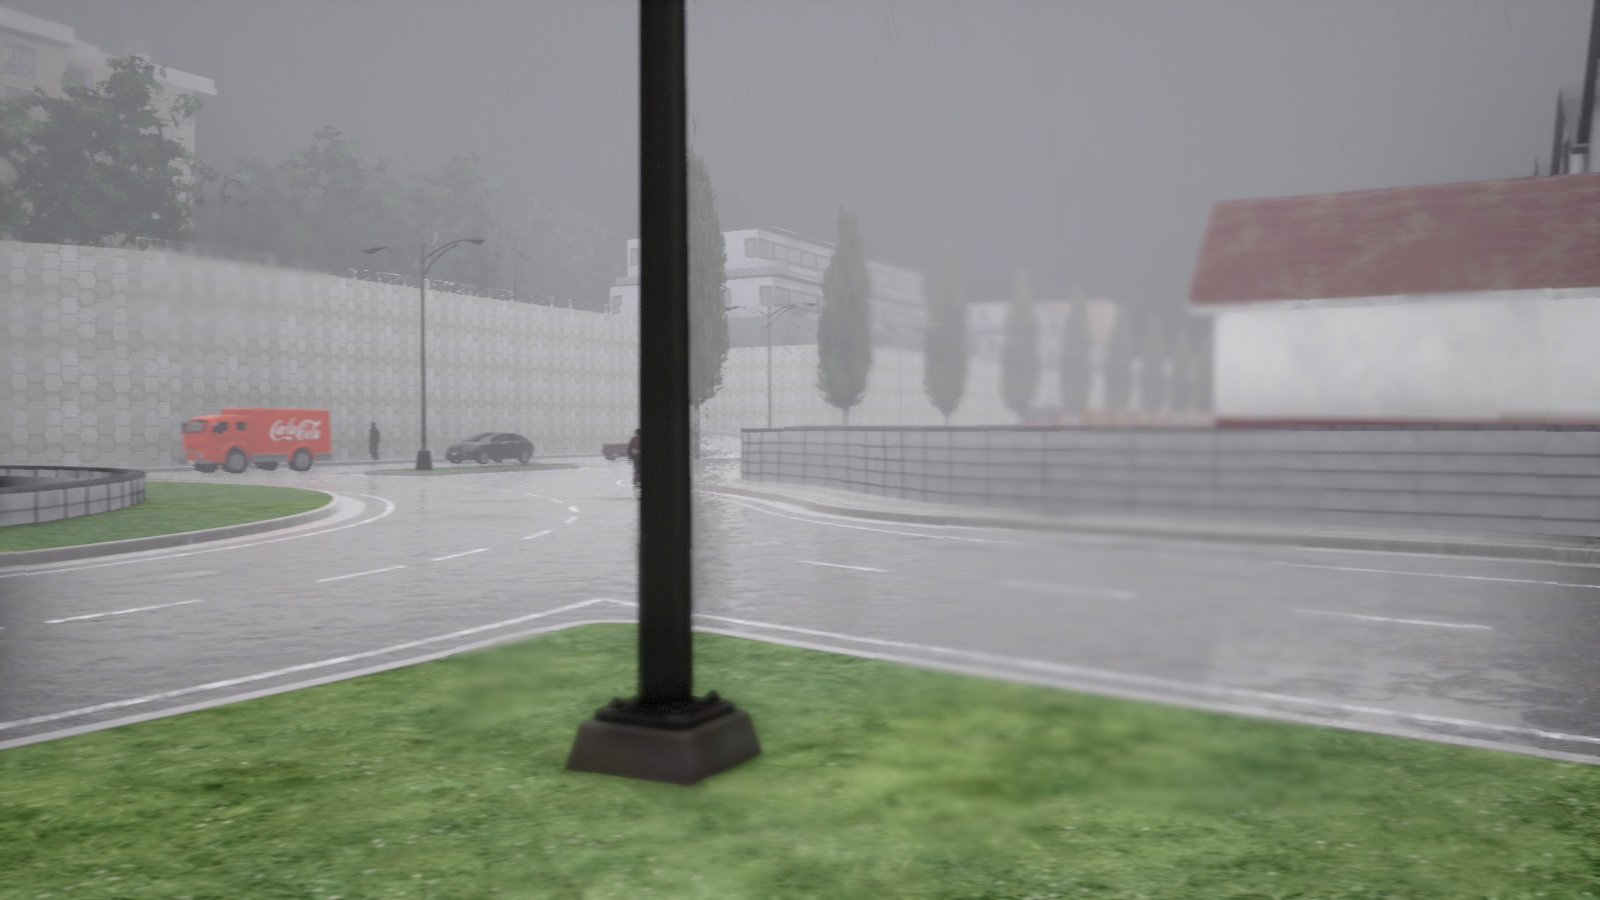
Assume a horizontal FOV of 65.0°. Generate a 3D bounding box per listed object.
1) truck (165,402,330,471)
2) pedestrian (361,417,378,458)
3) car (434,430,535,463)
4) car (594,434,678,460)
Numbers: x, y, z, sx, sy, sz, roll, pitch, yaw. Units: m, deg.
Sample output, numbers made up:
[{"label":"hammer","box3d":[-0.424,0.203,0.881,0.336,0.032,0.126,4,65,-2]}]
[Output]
[{"label":"truck","box3d":[-21.117,-0.536,48.178,2.627,2.467,5.204,1,1,33]},{"label":"pedestrian","box3d":[-20.407,-0.584,59.579,0.395,1.930,0.692,1,1,23]},{"label":"car","box3d":[-14.845,-0.212,59.383,1.837,1.490,4.892,1,1,28]},{"label":"car","box3d":[-8.320,-0.176,64.215,1.895,1.301,4.718,1,1,28]}]
